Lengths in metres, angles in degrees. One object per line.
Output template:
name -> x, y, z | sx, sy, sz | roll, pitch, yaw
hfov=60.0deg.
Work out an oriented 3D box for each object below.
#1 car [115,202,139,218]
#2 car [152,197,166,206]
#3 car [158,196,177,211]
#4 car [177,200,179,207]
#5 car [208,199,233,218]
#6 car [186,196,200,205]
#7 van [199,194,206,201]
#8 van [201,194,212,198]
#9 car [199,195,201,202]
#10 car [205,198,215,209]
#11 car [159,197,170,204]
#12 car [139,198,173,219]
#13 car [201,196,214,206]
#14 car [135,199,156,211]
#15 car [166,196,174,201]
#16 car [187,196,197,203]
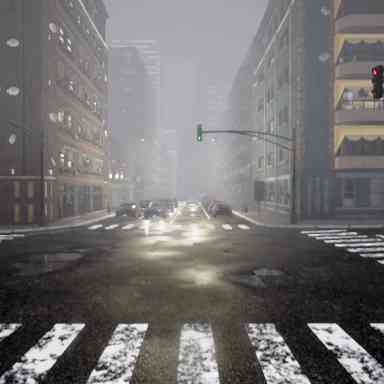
car -> -5.689, 1.597, 30.208 | 1.947, 1.339, 4.313 | 0, 0, 0
car -> -5.682, 1.615, 57.826 | 1.887, 1.381, 4.507 | 0, 0, 0
car -> -3.087, 1.548, 39.833 | 1.837, 1.490, 4.892 | 0, 0, 0
car -> -3.074, 1.550, 50.277 | 2.128, 1.511, 4.902 | 0, 0, 0
car -> 2.692, 1.613, 30.194 | 1.802, 1.307, 4.206 | 0, 0, 0
car -> 0.015, 1.599, 59.650 | 1.812, 1.442, 4.674 | 0, 0, 0
van -> 2.704, 1.459, 85.429 | 1.690, 1.788, 3.998 | -1, 0, 0
van -> 2.696, 1.403, 52.288 | 1.690, 1.788, 3.998 | 0, 0, 0
car -> 2.700, 1.636, 57.811 | 1.947, 1.339, 4.313 | 0, 0, 0
car -> 2.694, 1.604, 35.717 | 1.947, 1.339, 4.313 | 0, 0, 0
car -> -5.678, 1.670, 68.873 | 1.802, 1.307, 4.206 | 0, 0, 0
car -> -3.093, 1.578, 29.715 | 2.033, 1.411, 5.357 | 0, 0, 0
car -> 2.696, 1.598, 46.764 | 1.887, 1.381, 4.507 | 0, 0, 0
car -> -5.686, 1.611, 41.255 | 1.947, 1.339, 4.313 | 0, 0, 0
car -> -5.675, 1.643, 85.273 | 1.752, 1.417, 4.829 | 0, 0, 0
car -> 0.019, 1.517, 69.686 | 1.895, 1.301, 4.718 | 0, 0, 0
